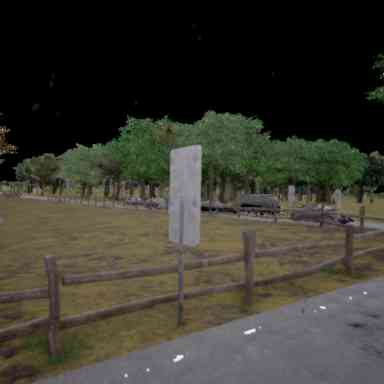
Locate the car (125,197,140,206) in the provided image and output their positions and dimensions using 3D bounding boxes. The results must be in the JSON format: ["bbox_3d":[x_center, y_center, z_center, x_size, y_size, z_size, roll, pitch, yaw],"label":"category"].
[{"bbox_3d":[-9.556,1.563,54.498,1.812,1.442,4.674,2,-1,-35],"label":"car"}]

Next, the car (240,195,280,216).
[{"bbox_3d":[6.069,1.275,32.776,2.150,2.045,5.566,2,-1,-36],"label":"car"}]

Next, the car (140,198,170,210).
[{"bbox_3d":[-4.192,1.466,42.017,2.128,1.511,4.902,2,-1,-35],"label":"car"}]

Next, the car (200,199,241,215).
[{"bbox_3d":[2.301,1.581,32.923,1.895,1.301,4.718,2,-1,-36],"label":"car"}]

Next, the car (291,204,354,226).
[{"bbox_3d":[9.057,1.545,23.320,1.994,1.385,4.181,2,-1,-33],"label":"car"}]
